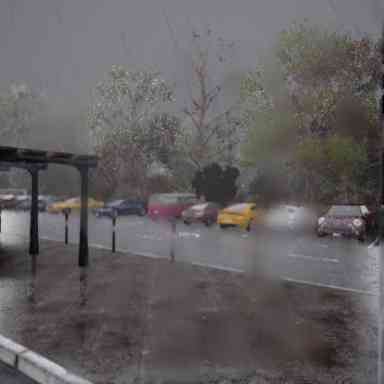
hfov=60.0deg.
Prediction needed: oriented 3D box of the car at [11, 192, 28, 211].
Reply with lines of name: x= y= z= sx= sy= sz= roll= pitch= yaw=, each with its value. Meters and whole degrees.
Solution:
car: x=-14.718 y=1.065 z=33.111 sx=2.231 sy=1.521 sz=4.892 roll=1 pitch=1 yaw=35

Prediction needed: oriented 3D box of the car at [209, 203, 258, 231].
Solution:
car: x=3.394 y=1.415 z=20.269 sx=2.097 sy=1.535 sz=5.008 roll=1 pitch=1 yaw=35

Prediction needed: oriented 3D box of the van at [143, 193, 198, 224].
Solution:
van: x=-1.063 y=1.101 z=23.575 sx=1.878 sy=1.987 sz=4.442 roll=1 pitch=1 yaw=35

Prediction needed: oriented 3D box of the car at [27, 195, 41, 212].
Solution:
car: x=-12.441 y=1.138 z=31.526 sx=2.163 sy=1.488 sz=4.792 roll=1 pitch=1 yaw=35

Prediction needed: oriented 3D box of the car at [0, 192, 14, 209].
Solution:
car: x=-16.983 y=1.020 z=34.714 sx=2.097 sy=1.535 sz=5.008 roll=1 pitch=1 yaw=35

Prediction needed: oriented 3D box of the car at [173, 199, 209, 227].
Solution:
car: x=1.128 y=1.411 z=21.876 sx=2.002 sy=1.452 sz=4.674 roll=1 pitch=1 yaw=35

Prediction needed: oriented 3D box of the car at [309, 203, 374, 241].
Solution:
car: x=7.946 y=1.379 z=17.090 sx=2.185 sy=1.767 sz=4.553 roll=1 pitch=1 yaw=35

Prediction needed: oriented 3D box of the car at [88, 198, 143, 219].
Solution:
car: x=-5.680 y=1.269 z=26.666 sx=2.163 sy=1.488 sz=4.792 roll=1 pitch=1 yaw=35

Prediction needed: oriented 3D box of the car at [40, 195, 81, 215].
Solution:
car: x=-10.300 y=1.149 z=29.746 sx=1.946 sy=1.575 sz=5.366 roll=1 pitch=1 yaw=35

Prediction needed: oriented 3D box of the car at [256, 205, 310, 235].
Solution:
car: x=5.659 y=1.500 z=18.668 sx=2.002 sy=1.452 sz=4.674 roll=1 pitch=1 yaw=35

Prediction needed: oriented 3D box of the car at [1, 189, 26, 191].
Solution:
car: x=-21.530 y=0.682 z=37.892 sx=2.435 sy=2.045 sz=5.566 roll=1 pitch=1 yaw=35
